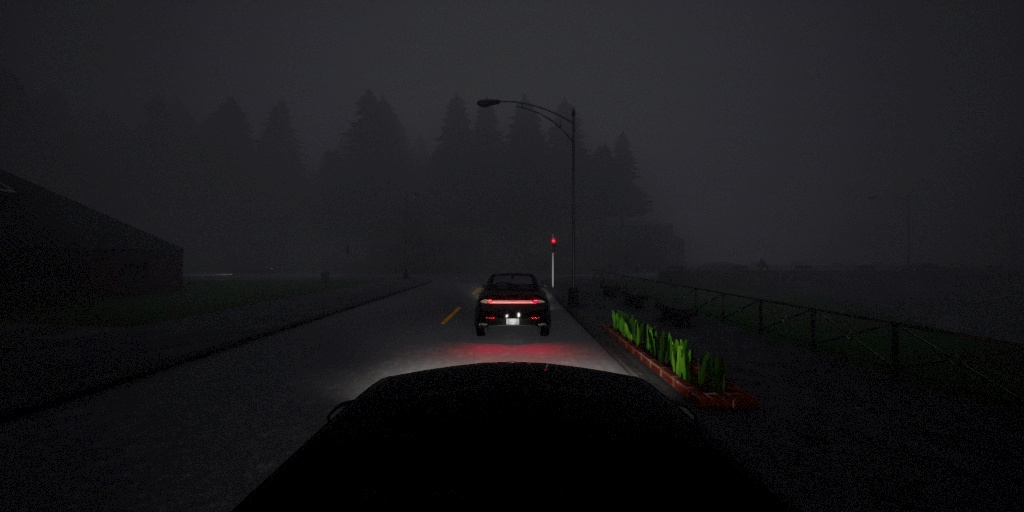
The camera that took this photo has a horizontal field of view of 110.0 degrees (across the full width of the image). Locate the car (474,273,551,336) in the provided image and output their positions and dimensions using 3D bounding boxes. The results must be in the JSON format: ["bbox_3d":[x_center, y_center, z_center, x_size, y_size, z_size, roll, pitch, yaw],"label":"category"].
[{"bbox_3d":[0.022,1.242,10.375,2.128,1.511,4.902,0,0,0],"label":"car"}]

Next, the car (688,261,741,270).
[{"bbox_3d":[22.012,1.297,38.787,5.357,1.411,2.033,0,0,0],"label":"car"}]

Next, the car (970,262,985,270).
[{"bbox_3d":[47.835,1.298,38.641,5.357,1.411,2.033,0,0,1],"label":"car"}]

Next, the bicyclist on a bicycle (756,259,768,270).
[{"bbox_3d":[21.220,1.099,30.390,0.582,1.620,1.656,0,0,0],"label":"bicyclist on a bicycle"}]

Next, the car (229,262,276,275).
[{"bbox_3d":[-28.064,1.314,38.906,4.181,1.385,1.994,0,0,0],"label":"car"}]

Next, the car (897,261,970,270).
[{"bbox_3d":[40.461,1.351,34.637,4.718,1.301,1.895,0,0,0],"label":"car"}]
